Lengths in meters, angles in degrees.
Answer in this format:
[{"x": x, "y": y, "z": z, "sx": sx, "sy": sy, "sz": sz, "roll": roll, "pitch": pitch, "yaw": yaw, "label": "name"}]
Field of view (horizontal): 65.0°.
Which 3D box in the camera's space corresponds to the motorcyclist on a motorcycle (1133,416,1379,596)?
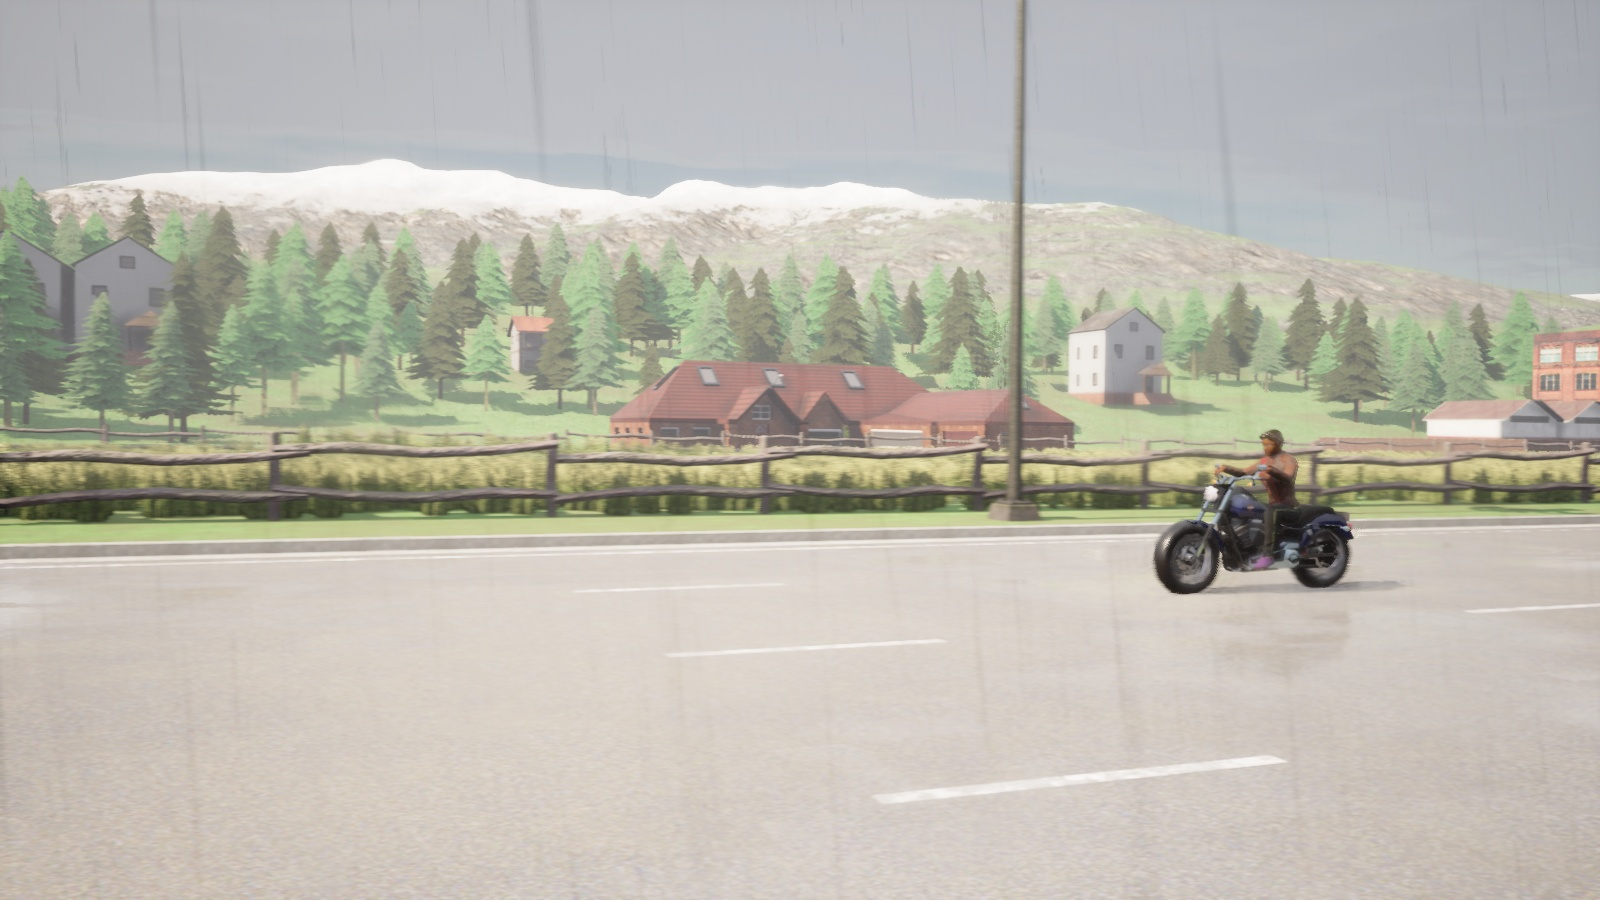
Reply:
[{"x": 4.524, "y": 0.504, "z": 12.443, "sx": 2.350, "sy": 1.649, "sz": 0.766, "roll": -1, "pitch": 1, "yaw": -21, "label": "motorcyclist on a motorcycle"}]
